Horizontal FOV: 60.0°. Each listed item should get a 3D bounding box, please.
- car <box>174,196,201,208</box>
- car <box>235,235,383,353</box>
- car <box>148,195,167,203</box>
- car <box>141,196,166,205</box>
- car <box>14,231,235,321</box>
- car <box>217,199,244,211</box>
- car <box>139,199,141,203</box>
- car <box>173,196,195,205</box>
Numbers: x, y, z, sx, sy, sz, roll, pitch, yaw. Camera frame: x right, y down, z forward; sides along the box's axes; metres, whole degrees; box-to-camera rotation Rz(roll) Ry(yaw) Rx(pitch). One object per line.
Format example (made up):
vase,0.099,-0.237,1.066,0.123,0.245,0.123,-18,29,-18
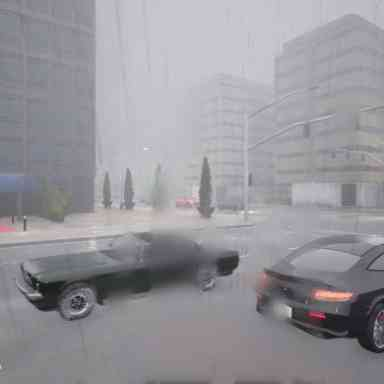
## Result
car,-0.500,1.352,47.535,2.097,1.767,4.553,0,0,-35
car,3.190,1.526,6.098,4.674,1.442,1.812,0,0,-35
car,-7.325,1.503,69.726,1.837,1.490,4.892,0,0,-35
car,-6.196,1.564,55.671,1.994,1.385,4.181,0,0,-35
car,-1.254,1.601,7.405,4.718,1.301,1.895,0,0,-36
car,4.885,1.564,39.858,1.994,1.385,4.181,0,0,-35
car,-8.767,1.564,65.750,1.994,1.385,4.181,0,0,-35
car,-1.511,1.526,61.500,1.812,1.442,4.674,0,0,-35
